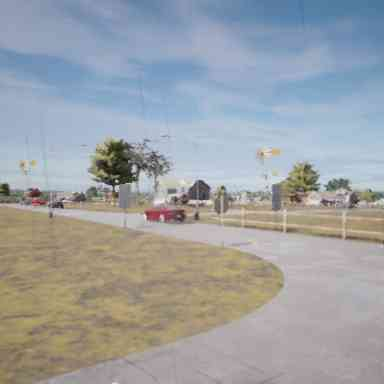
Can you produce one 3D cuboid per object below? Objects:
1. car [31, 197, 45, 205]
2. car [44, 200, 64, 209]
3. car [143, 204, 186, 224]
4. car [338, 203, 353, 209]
[{"bbox_3d":[-32.135,2.075,69.671,2.150,2.045,5.566,0,-1,-36],"label":"car"},{"bbox_3d":[-23.982,2.226,58.472,1.837,1.490,4.892,0,-3,-36],"label":"car"},{"bbox_3d":[-2.467,1.784,28.449,1.882,1.535,5.008,0,-1,-35],"label":"car"},{"bbox_3d":[30.290,2.856,65.816,5.008,1.535,1.882,2,-1,-36],"label":"car"}]
